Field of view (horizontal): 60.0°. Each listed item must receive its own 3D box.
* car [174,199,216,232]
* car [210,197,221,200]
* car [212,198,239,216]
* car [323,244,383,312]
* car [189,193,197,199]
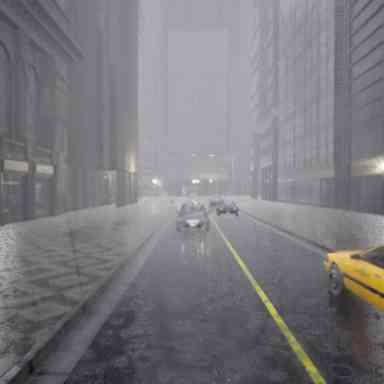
[{"bbox_3d":[0.055,1.405,19.475,2.128,1.511,4.902,0,0,0],"label":"car"},{"bbox_3d":[3.152,1.351,42.948,1.812,1.442,4.674,0,0,1],"label":"car"},{"bbox_3d":[3.141,1.478,30.898,1.895,1.301,4.718,0,0,1],"label":"car"},{"bbox_3d":[3.910,1.445,5.533,1.801,1.575,5.366,0,0,0],"label":"car"},{"bbox_3d":[0.299,0.947,94.791,2.097,1.767,4.553,0,0,0],"label":"car"}]
